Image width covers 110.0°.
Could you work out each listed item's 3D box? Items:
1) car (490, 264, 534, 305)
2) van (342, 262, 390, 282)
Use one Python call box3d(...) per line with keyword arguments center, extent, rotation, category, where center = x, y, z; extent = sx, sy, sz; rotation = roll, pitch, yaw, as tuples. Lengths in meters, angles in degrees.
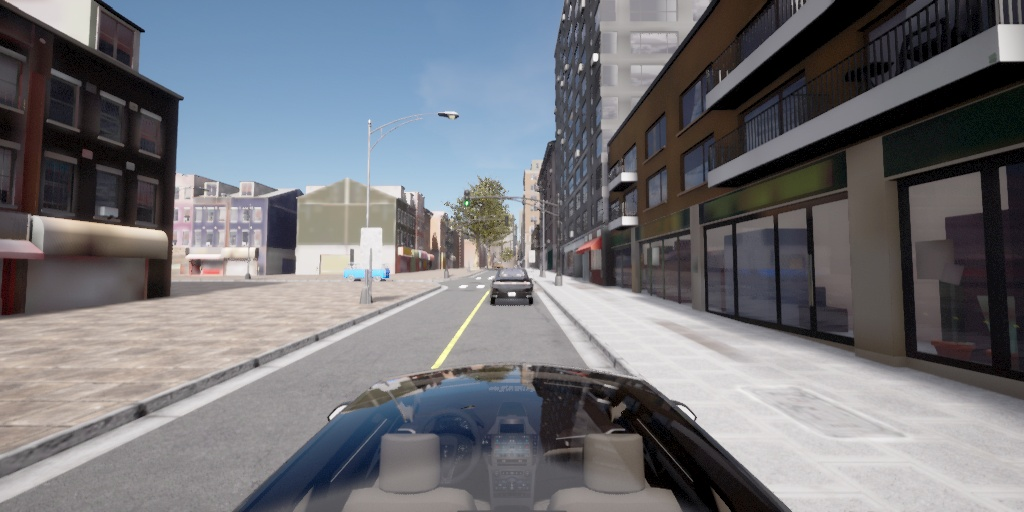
box3d(center=(0.000, 1.302, 16.518), extent=(2.128, 1.511, 4.902), rotation=(0, 0, 0), category="car")
box3d(center=(-12.926, 1.429, 31.911), extent=(3.998, 1.789, 1.690), rotation=(0, 0, 0), category="van")
